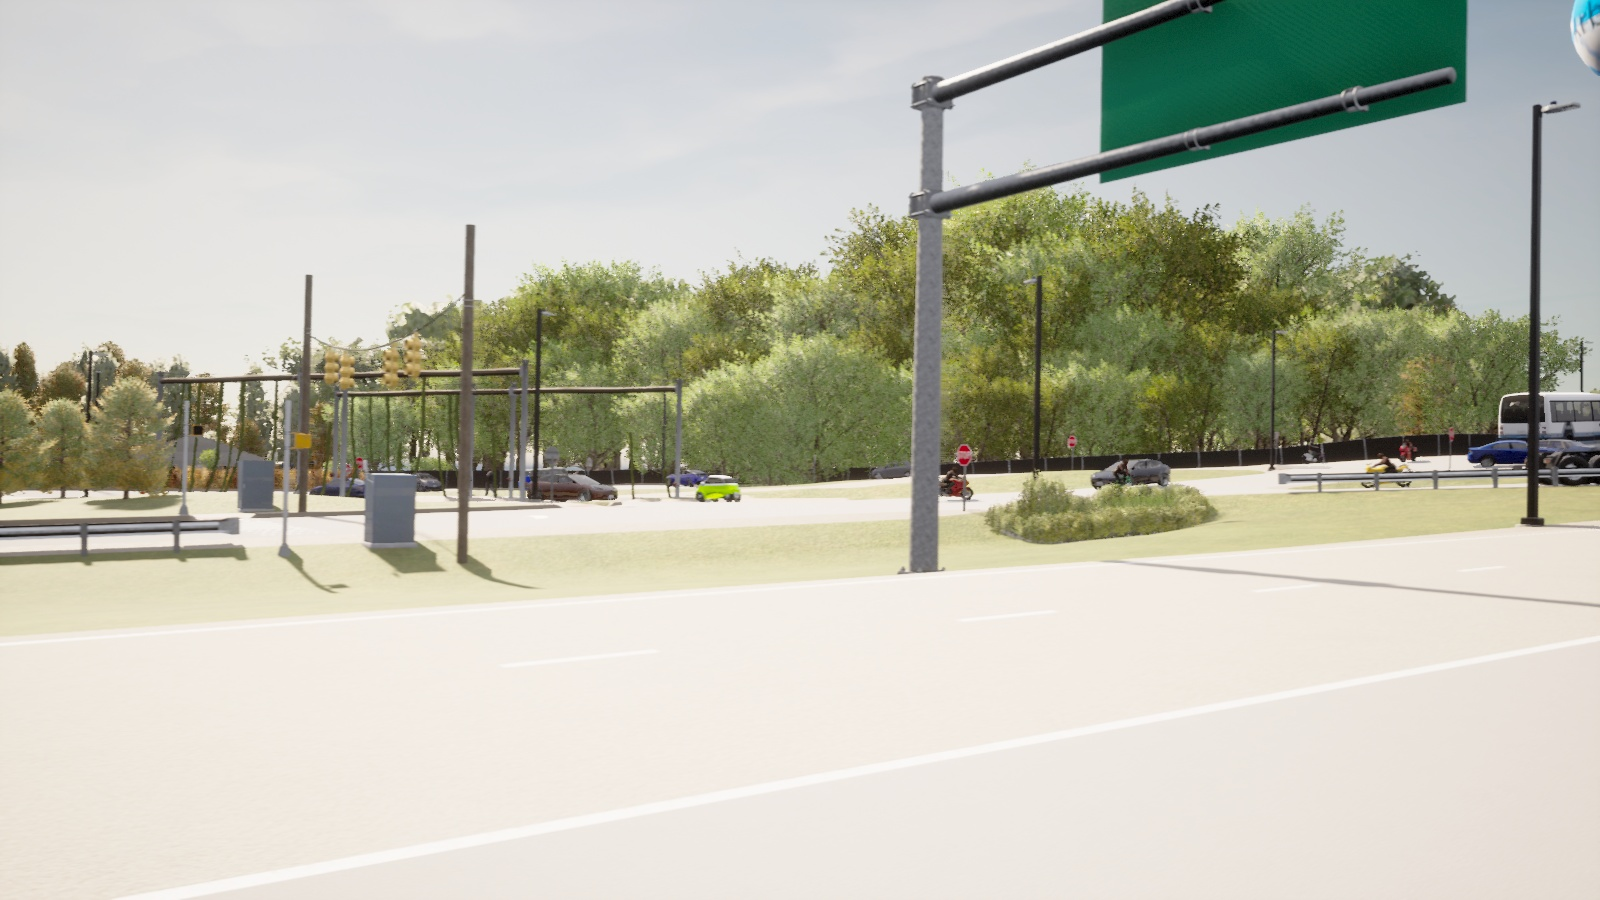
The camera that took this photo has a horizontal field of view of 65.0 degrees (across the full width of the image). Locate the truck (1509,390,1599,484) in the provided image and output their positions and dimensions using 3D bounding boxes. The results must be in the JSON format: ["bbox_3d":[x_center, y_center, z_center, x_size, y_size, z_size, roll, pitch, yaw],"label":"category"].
[{"bbox_3d":[32.068,-0.571,48.089,7.936,3.462,2.891,-2,-1,12],"label":"truck"}]

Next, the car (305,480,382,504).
[{"bbox_3d":[-27.807,2.554,76.436,4.674,1.442,1.812,-1,-2,29],"label":"car"}]

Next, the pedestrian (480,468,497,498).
[{"bbox_3d":[-19.825,2.081,79.913,0.849,1.883,0.563,0,-1,31],"label":"pedestrian"}]

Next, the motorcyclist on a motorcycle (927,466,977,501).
[{"bbox_3d":[6.706,1.463,55.469,2.044,1.523,0.797,-1,0,-10],"label":"motorcyclist on a motorcycle"}]

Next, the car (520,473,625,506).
[{"bbox_3d":[-11.109,1.936,61.338,4.792,1.488,2.163,-2,-2,30],"label":"car"}]

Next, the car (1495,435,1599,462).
[{"bbox_3d":[43.843,-0.093,73.272,2.033,1.411,5.357,-3,2,-35],"label":"car"}]

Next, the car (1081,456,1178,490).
[{"bbox_3d":[16.976,1.147,64.617,4.792,1.488,2.163,-2,1,-35],"label":"car"}]

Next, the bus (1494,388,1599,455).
[{"bbox_3d":[51.628,-1.969,84.972,10.273,4.253,3.944,-2,1,-35],"label":"bus"}]

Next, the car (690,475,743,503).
[{"bbox_3d":[-4.203,1.967,63.292,2.207,1.376,1.481,-2,-2,31],"label":"car"}]

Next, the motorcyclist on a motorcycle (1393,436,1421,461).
[{"bbox_3d":[38.643,-0.102,79.908,2.044,1.523,0.797,-3,2,-39],"label":"motorcyclist on a motorcycle"}]

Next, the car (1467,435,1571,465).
[{"bbox_3d":[40.671,0.012,71.051,5.008,1.535,1.882,-2,1,32],"label":"car"}]

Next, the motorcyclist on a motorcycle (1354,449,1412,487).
[{"bbox_3d":[24.748,0.770,53.326,2.044,1.523,0.797,-2,-2,15],"label":"motorcyclist on a motorcycle"}]
